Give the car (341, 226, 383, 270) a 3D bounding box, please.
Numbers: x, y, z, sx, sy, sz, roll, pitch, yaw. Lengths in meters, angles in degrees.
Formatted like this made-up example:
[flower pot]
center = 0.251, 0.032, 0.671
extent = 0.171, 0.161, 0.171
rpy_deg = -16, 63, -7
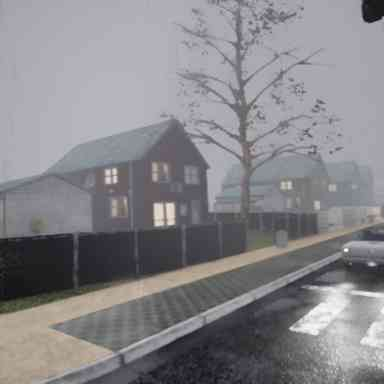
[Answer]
[car]
center = 6.866, 1.941, 11.920
extent = 1.895, 1.301, 4.718
rpy_deg = -5, -4, 39
